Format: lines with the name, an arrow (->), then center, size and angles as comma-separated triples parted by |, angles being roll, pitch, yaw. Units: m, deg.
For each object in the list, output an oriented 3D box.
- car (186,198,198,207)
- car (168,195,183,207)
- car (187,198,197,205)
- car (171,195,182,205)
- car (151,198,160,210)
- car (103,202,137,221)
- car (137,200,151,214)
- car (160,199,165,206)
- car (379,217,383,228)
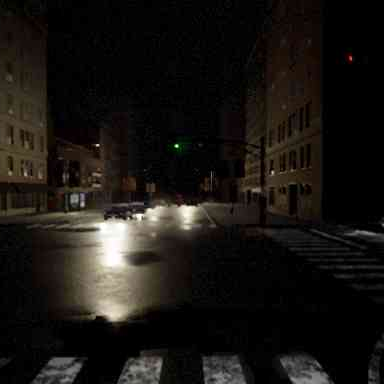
car -> 0.031, 1.998, 60.322 | 1.837, 1.490, 4.892 | 0, 0, 0
car -> -3.219, 1.715, 60.356 | 2.150, 2.045, 5.566 | 0, 0, 0
car -> 0.036, 2.013, 70.743 | 2.033, 1.411, 5.357 | 0, 0, 0
car -> -3.214, 1.698, 70.778 | 2.150, 2.045, 5.566 | 0, 0, 0
car -> -6.570, 1.957, 50.354 | 2.033, 1.411, 5.357 | 0, 0, 0
car -> -6.580, 1.845, 30.052 | 1.895, 1.301, 4.718 | 0, 0, 0
car -> -6.568, 1.889, 39.979 | 1.994, 1.385, 4.181 | 0, 0, 0
car -> -6.472, 2.014, 65.257 | 1.882, 1.535, 5.008 | 0, -1, 0
car -> 12.981, 1.545, 18.506 | 4.674, 1.442, 1.812 | 0, 0, 0
